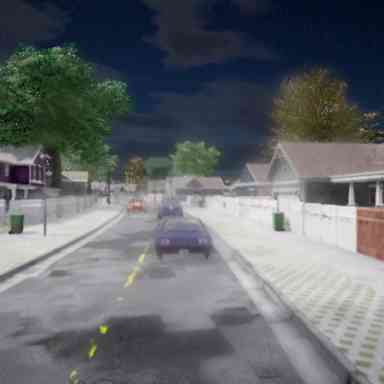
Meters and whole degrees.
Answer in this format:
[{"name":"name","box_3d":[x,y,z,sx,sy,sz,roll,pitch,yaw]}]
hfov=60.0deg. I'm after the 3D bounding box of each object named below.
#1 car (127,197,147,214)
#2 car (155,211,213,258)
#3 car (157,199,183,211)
[{"name":"car","box_3d":[-6.011,1.388,36.641,2.097,1.767,4.553,0,0,-9]},{"name":"car","box_3d":[-0.380,1.609,12.761,1.895,1.301,4.718,0,0,-3]},{"name":"car","box_3d":[-1.964,1.377,29.328,2.097,1.767,4.553,0,0,-7]}]
